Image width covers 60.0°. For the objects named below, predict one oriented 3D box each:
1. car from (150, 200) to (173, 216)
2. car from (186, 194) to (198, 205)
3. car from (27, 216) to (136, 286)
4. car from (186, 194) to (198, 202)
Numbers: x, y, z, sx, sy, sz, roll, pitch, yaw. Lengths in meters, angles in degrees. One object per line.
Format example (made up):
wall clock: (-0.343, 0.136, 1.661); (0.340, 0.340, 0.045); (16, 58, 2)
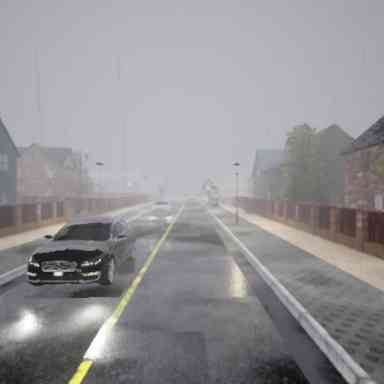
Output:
car: (-2.846, 1.473, 31.882); (1.812, 1.442, 4.674); (0, 0, 0)
car: (-0.002, 1.421, 55.978); (1.882, 1.535, 5.008); (0, 0, 0)
car: (-2.806, 1.486, 9.442); (1.837, 1.490, 4.892); (0, 0, 0)
car: (-0.002, 1.273, 70.967); (1.837, 1.490, 4.892); (0, 0, 8)
